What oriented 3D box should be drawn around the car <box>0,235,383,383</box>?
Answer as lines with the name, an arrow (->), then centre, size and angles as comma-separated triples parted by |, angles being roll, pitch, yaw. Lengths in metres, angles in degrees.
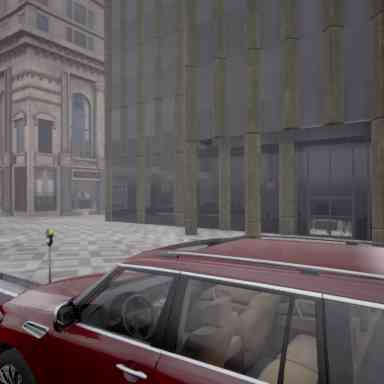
car -> 0.262, 1.315, 2.787 | 5.009, 1.841, 2.192 | 0, 0, 36
